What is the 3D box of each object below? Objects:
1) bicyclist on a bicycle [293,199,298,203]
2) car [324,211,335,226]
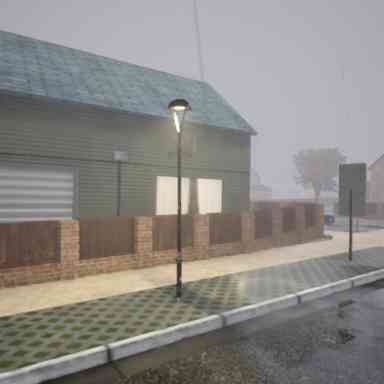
[{"bbox_3d":[9.727,1.524,31.253,1.656,1.620,0.582,2,-1,-33],"label":"bicyclist on a bicycle"},{"bbox_3d":[7.675,1.526,23.732,1.882,1.535,5.008,2,-1,-33],"label":"car"}]
